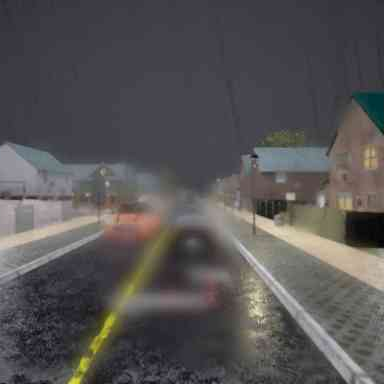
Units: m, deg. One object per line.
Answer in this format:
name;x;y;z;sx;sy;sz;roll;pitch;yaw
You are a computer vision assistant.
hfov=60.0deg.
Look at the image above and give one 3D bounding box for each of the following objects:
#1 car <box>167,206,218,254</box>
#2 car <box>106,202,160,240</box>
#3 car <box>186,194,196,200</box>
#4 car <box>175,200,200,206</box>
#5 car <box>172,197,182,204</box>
car;0.027;1.514;13.244;1.812;1.442;4.674;0;0;0
car;-2.862;1.341;16.855;2.097;1.767;4.553;0;0;0
car;-0.203;1.720;73.161;1.837;1.490;4.892;0;0;0
car;-0.033;1.560;24.995;1.994;1.385;4.181;0;0;1
car;-2.938;1.724;66.468;2.033;1.411;5.357;0;0;0
